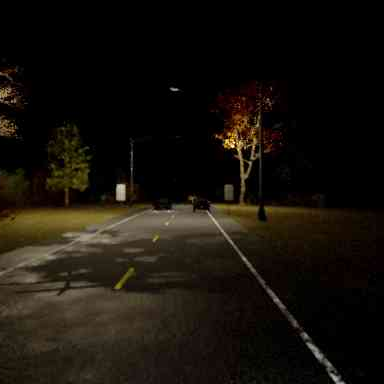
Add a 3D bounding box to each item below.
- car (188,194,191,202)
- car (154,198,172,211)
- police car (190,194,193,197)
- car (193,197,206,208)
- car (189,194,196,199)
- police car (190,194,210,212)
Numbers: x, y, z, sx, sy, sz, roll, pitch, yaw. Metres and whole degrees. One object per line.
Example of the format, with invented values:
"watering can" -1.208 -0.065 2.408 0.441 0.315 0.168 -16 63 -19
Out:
"car" 0.083 1.275 73.204 1.882 1.535 5.008 0 0 0
"car" -3.576 1.453 41.201 1.882 1.535 5.008 0 0 0
"police car" 1.084 1.388 54.099 1.930 1.638 5.238 0 0 0
"car" 1.069 1.475 47.990 1.837 1.490 4.892 0 0 0
"car" 0.135 1.300 94.140 1.837 1.490 4.892 0 0 0
"police car" 1.057 1.403 38.105 1.930 1.638 5.238 0 0 0
